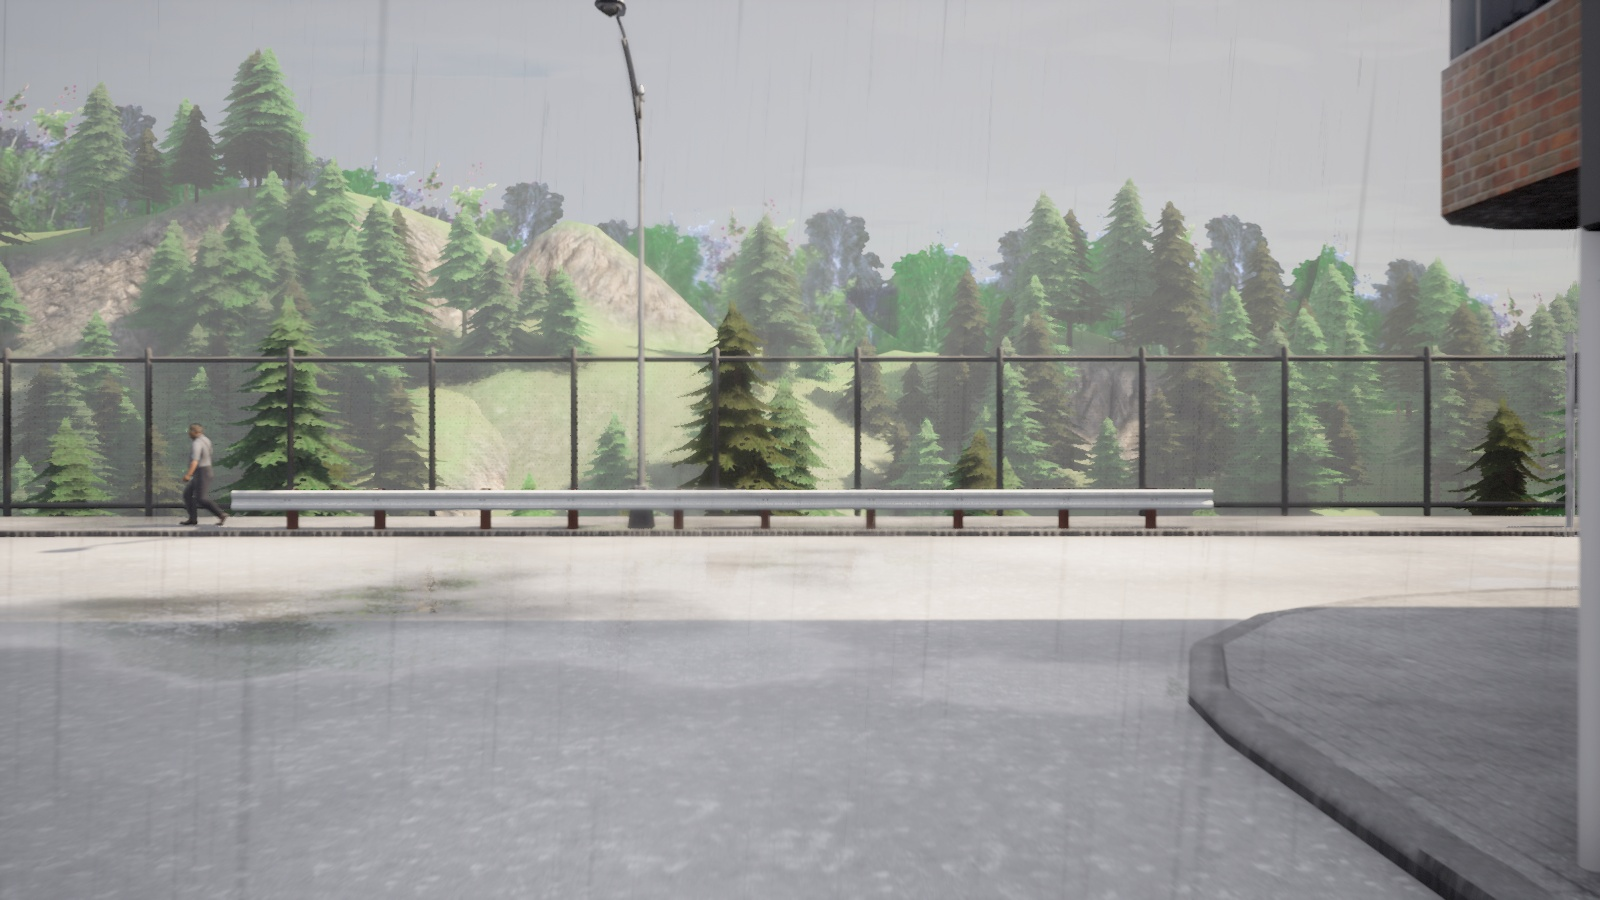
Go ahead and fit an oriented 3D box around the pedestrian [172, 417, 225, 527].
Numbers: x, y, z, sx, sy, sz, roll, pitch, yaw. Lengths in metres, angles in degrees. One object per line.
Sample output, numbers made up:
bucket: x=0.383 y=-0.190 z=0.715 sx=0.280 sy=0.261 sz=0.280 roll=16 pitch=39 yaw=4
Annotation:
pedestrian: x=-10.238 y=0.364 z=21.397 sx=0.694 sy=1.848 sz=0.540 roll=0 pitch=0 yaw=-10
